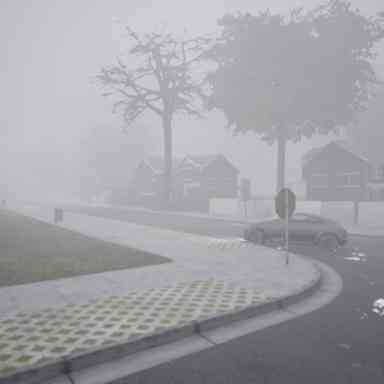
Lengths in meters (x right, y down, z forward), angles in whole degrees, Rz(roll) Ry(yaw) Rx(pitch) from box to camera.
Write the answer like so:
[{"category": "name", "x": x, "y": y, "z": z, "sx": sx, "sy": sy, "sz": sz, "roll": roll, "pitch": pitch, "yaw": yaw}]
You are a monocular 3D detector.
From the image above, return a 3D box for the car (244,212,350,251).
[{"category": "car", "x": 4.332, "y": 1.542, "z": 13.978, "sx": 4.181, "sy": 1.385, "sz": 1.994, "roll": 0, "pitch": 0, "yaw": 26}]
